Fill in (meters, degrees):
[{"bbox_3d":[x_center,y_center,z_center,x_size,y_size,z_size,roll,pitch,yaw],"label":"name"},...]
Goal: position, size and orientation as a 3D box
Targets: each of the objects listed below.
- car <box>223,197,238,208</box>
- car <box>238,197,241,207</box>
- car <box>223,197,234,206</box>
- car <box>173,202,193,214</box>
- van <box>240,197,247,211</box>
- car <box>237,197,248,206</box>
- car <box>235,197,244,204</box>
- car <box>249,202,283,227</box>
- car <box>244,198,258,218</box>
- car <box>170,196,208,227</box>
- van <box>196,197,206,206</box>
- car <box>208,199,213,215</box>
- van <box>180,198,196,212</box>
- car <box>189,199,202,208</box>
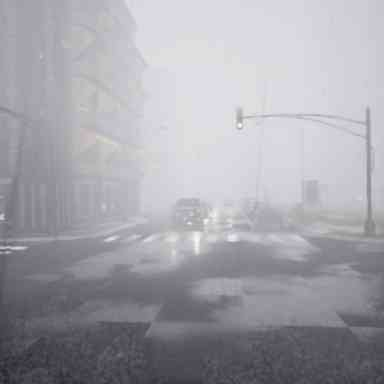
[{"bbox_3d":[6.098,1.926,54.453,2.033,1.411,5.357,-1,0,6],"label":"car"},{"bbox_3d":[7.808,1.831,46.415,1.887,1.381,4.507,-2,-1,6],"label":"car"},{"bbox_3d":[7.137,1.797,65.030,2.097,1.767,4.553,-1,0,6],"label":"car"},{"bbox_3d":[-1.087,1.951,41.642,1.947,1.339,4.313,-2,-1,6],"label":"car"},{"bbox_3d":[7.210,1.590,40.802,1.690,1.788,3.998,-2,-1,6],"label":"van"},{"bbox_3d":[9.588,1.833,63.258,1.967,1.590,4.097,-2,-1,6],"label":"car"},{"bbox_3d":[11.396,1.931,80.099,1.967,1.590,4.097,-2,0,6],"label":"car"},{"bbox_3d":[5.439,1.678,23.956,1.887,1.381,4.507,-2,-1,6],"label":"car"},{"bbox_3d":[6.028,1.612,29.572,1.967,1.590,4.097,-2,-1,6],"label":"car"},{"bbox_3d":[-0.224,1.451,25.017,2.150,2.045,5.566,-1,-1,6],"label":"car"},{"bbox_3d":[1.868,1.904,69.719,1.690,1.788,3.998,-2,-1,6],"label":"van"},{"bbox_3d":[0.804,1.775,34.753,1.882,1.535,5.008,-1,0,6],"label":"car"},{"bbox_3d":[-0.502,1.764,47.258,1.690,1.788,3.998,-2,-1,6],"label":"van"},{"bbox_3d":[0.689,2.040,58.485,1.887,1.381,4.507,-2,-1,6],"label":"car"}]
